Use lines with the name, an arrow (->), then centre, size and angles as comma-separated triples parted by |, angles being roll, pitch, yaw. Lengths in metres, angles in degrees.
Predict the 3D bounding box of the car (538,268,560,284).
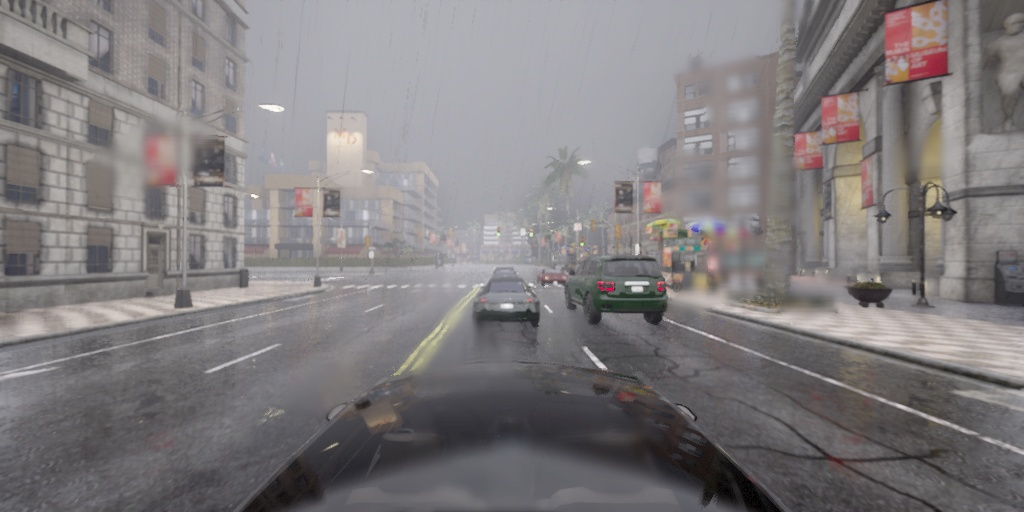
car -> 2.947, 1.565, 27.080 | 1.895, 1.301, 4.718 | 0, 0, -2

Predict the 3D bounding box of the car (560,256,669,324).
car -> 3.322, 1.055, 12.435 | 2.150, 2.045, 5.566 | 0, -1, -2

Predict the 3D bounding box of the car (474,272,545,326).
car -> -0.180, 1.401, 12.052 | 1.994, 1.385, 4.181 | 0, -1, -1

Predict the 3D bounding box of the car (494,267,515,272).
car -> -0.508, 1.498, 25.197 | 2.033, 1.411, 5.357 | 0, 0, -2
